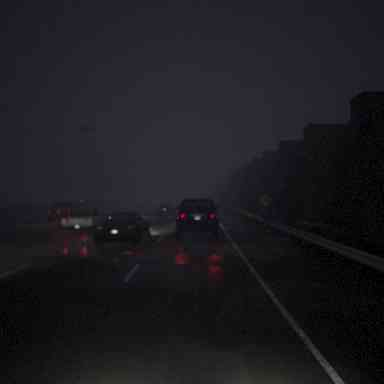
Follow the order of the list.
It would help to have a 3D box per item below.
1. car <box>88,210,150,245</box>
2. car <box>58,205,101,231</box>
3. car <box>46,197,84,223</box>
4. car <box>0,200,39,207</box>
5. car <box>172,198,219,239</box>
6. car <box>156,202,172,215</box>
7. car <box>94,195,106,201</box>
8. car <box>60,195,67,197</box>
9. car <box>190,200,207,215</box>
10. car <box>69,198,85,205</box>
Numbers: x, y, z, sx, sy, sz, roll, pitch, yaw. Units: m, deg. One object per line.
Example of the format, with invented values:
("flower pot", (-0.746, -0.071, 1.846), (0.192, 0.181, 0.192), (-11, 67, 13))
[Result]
("car", (-3.233, 1.661, 16.067), (1.994, 1.385, 4.181), (0, 0, 1))
("car", (-6.619, 1.732, 21.542), (1.895, 1.301, 4.718), (0, 0, 1))
("car", (-9.989, 1.517, 27.155), (2.097, 1.767, 4.553), (0, 0, 1))
("car", (-20.435, 1.798, 40.439), (2.033, 1.411, 5.357), (0, 0, 1))
("car", (0.313, 1.329, 18.268), (2.150, 2.045, 5.566), (0, 0, 1))
("car", (-2.803, 1.777, 36.245), (1.994, 1.385, 4.181), (0, 0, 1))
("car", (-22.241, 1.680, 80.881), (2.150, 2.045, 5.566), (0, 0, -7))
("car", (-34.081, 1.611, 87.786), (2.097, 1.767, 4.553), (0, 0, -12))
("car", (0.729, 1.730, 38.594), (1.837, 1.490, 4.892), (0, 0, 1))
("car", (-24.612, 1.972, 71.250), (2.033, 1.411, 5.357), (0, 0, -5))
